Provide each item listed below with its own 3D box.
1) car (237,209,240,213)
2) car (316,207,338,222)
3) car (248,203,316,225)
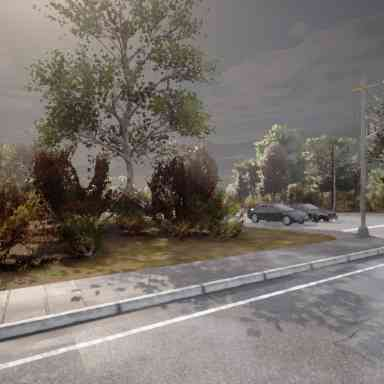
[{"bbox_3d":[2.369,1.468,34.912,2.150,2.045,5.566,0,-1,-43],"label":"car"},{"bbox_3d":[9.000,1.640,27.173,2.033,1.411,5.357,0,-1,-39],"label":"car"},{"bbox_3d":[6.343,1.596,24.846,1.837,1.490,4.892,0,-1,-39],"label":"car"}]
